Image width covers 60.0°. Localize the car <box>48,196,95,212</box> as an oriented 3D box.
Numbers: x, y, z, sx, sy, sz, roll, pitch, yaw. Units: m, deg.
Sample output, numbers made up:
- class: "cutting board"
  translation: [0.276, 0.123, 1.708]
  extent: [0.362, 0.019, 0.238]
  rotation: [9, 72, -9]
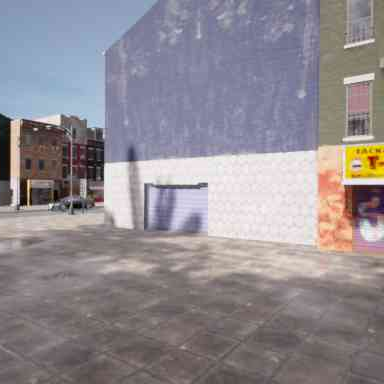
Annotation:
- class: "car"
  translation: [-12.369, 1.182, 34.426]
  extent: [2.128, 1.511, 4.902]
  rotation: [1, 1, 36]
